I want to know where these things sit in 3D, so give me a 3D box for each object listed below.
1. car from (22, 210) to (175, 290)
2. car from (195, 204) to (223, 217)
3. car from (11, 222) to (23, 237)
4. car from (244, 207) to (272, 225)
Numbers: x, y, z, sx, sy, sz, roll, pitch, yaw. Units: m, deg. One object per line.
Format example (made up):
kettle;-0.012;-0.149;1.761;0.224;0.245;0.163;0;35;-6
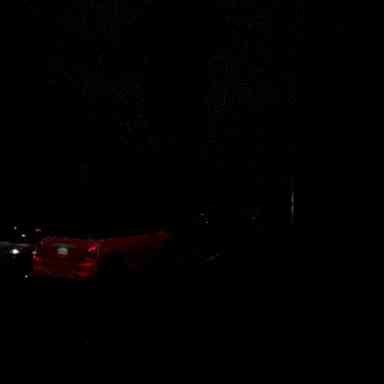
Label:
car;-2.221;1.452;9.750;2.097;1.767;4.553;1;-1;22
car;2.137;2.184;39.290;2.033;1.411;5.357;1;-1;22
car;-6.682;1.658;17.639;2.033;1.411;5.357;1;-1;22
car;6.043;2.073;30.089;1.882;1.535;5.008;1;-1;22
